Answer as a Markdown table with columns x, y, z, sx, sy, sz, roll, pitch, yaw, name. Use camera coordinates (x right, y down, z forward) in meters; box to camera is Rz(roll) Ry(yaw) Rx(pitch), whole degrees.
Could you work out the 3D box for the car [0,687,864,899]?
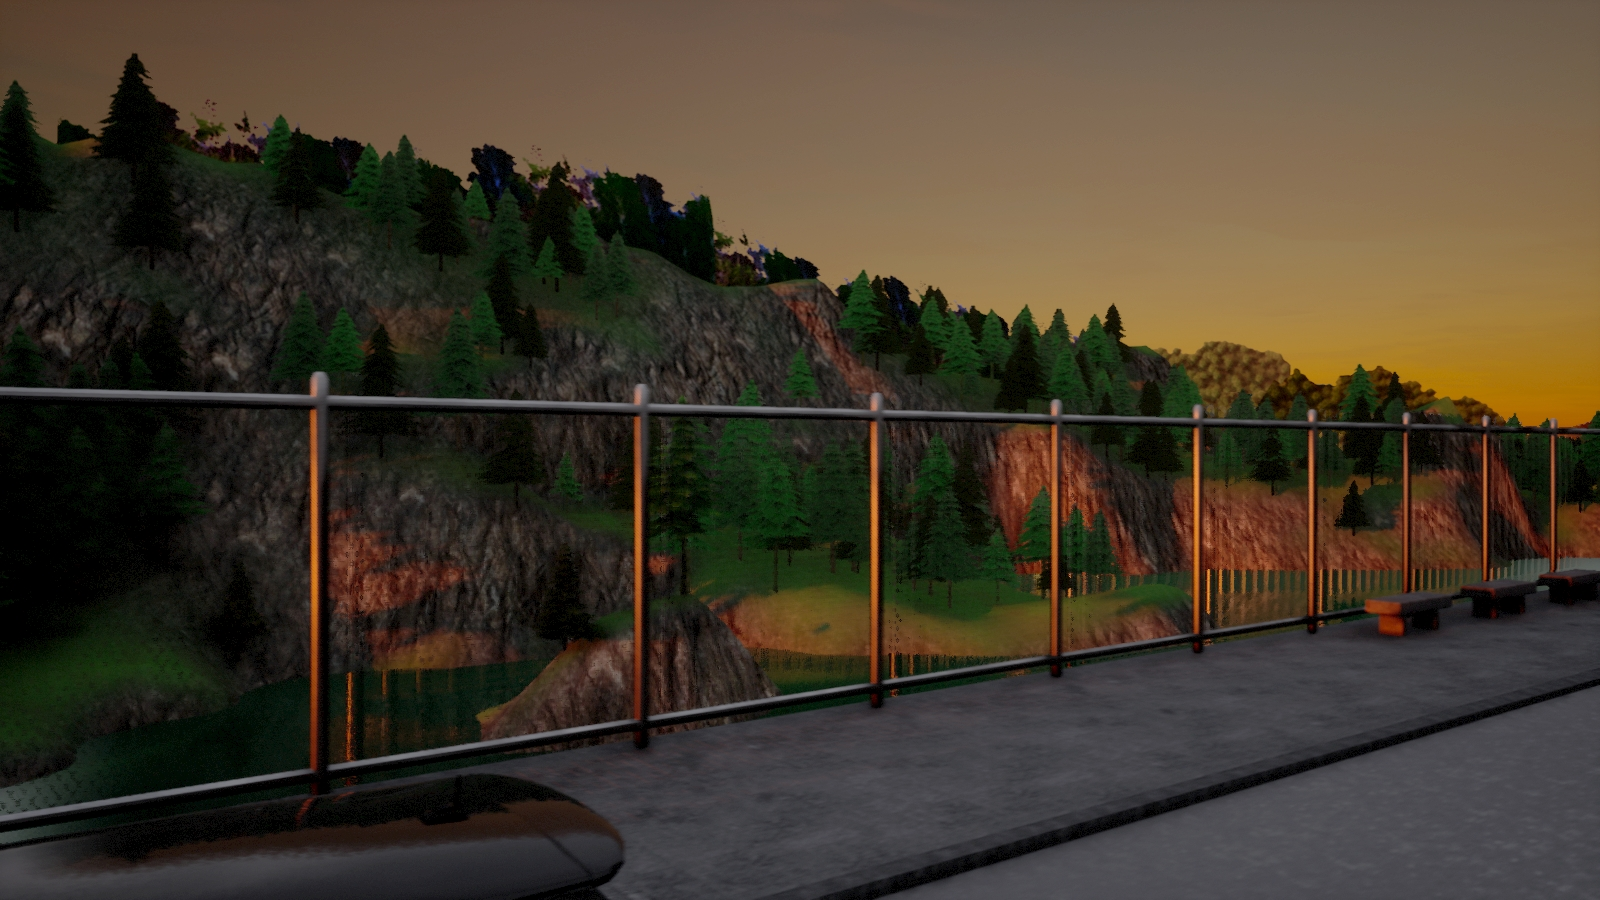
| x | y | z | sx | sy | sz | roll | pitch | yaw | name |
| --- | --- | --- | --- | --- | --- | --- | --- | --- | --- |
| -2.280 | 1.905 | 2.734 | 4.553 | 1.767 | 2.097 | 0 | 0 | -36 | car |
